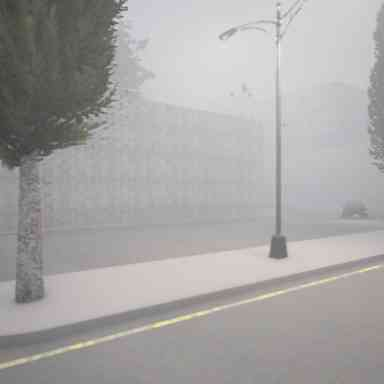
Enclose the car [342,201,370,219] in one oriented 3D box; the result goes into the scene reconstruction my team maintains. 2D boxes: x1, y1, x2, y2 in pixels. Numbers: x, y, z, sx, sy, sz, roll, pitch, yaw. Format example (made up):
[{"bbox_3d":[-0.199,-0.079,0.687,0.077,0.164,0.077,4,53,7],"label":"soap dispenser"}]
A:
[{"bbox_3d":[14.265,1.488,28.910,2.033,1.411,5.357,1,0,26],"label":"car"}]
